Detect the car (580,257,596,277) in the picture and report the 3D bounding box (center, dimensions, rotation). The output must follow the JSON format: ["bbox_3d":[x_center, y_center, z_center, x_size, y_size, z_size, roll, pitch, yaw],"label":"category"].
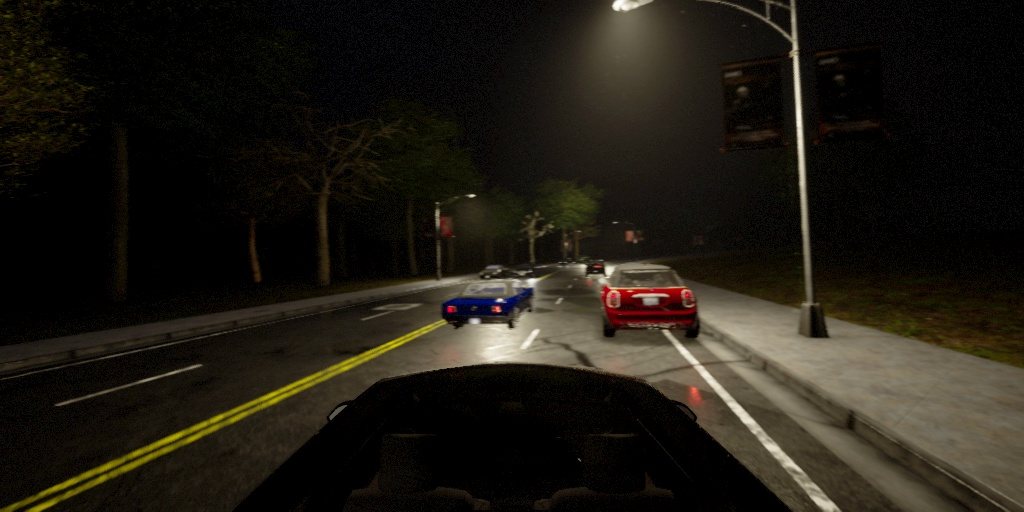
[{"bbox_3d":[7.736,1.125,33.175,2.128,1.511,4.902,-2,-1,13],"label":"car"}]

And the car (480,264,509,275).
[{"bbox_3d":[-1.697,1.562,36.234,2.033,1.411,5.357,-2,0,13],"label":"car"}]

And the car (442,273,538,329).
[{"bbox_3d":[-0.486,1.423,11.586,1.895,1.301,4.718,-2,0,13],"label":"car"}]

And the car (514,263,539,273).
[{"bbox_3d":[1.445,1.415,35.371,1.812,1.442,4.674,-2,0,13],"label":"car"}]

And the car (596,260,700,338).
[{"bbox_3d":[3.529,1.010,9.973,2.097,1.767,4.553,-2,0,13],"label":"car"}]
